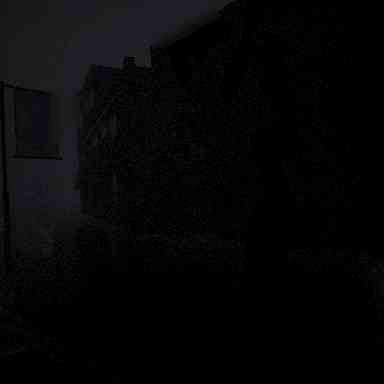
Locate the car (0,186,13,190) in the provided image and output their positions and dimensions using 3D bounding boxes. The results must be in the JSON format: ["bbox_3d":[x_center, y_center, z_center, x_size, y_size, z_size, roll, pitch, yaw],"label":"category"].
[{"bbox_3d":[-46.774,-0.706,80.734,2.231,1.521,4.892,-4,-3,6],"label":"car"}]
